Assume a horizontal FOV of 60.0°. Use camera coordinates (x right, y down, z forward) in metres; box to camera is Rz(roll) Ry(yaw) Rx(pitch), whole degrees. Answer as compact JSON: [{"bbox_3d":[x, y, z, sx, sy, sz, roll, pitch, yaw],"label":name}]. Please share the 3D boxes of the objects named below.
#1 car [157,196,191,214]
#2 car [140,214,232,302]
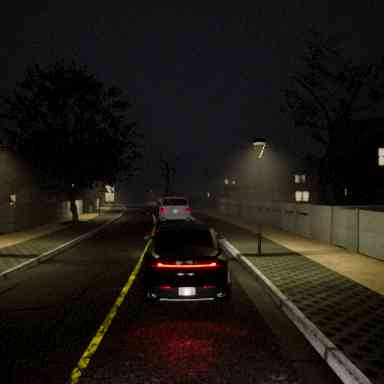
[{"bbox_3d":[-1.312,1.335,24.231,2.150,2.045,5.566,0,-1,-5],"label":"car"},{"bbox_3d":[-0.181,1.519,8.309,1.837,1.490,4.892,0,0,-2],"label":"car"}]
